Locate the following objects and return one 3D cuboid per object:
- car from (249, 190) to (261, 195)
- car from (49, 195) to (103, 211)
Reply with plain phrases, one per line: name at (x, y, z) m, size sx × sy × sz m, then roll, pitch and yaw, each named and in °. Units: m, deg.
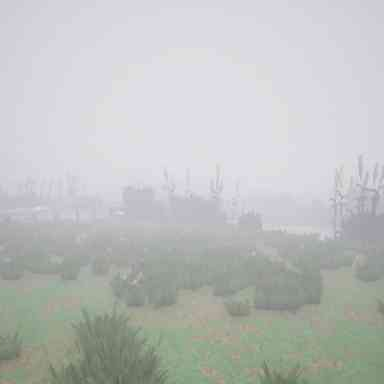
car at (10.224, 0.765, 47.494) m, size 2.150 × 2.045 × 5.566 m, roll 0°, pitch -2°, yaw 44°
car at (-10.458, 1.107, 30.343) m, size 1.837 × 1.490 × 4.892 m, roll 0°, pitch 3°, yaw 41°
